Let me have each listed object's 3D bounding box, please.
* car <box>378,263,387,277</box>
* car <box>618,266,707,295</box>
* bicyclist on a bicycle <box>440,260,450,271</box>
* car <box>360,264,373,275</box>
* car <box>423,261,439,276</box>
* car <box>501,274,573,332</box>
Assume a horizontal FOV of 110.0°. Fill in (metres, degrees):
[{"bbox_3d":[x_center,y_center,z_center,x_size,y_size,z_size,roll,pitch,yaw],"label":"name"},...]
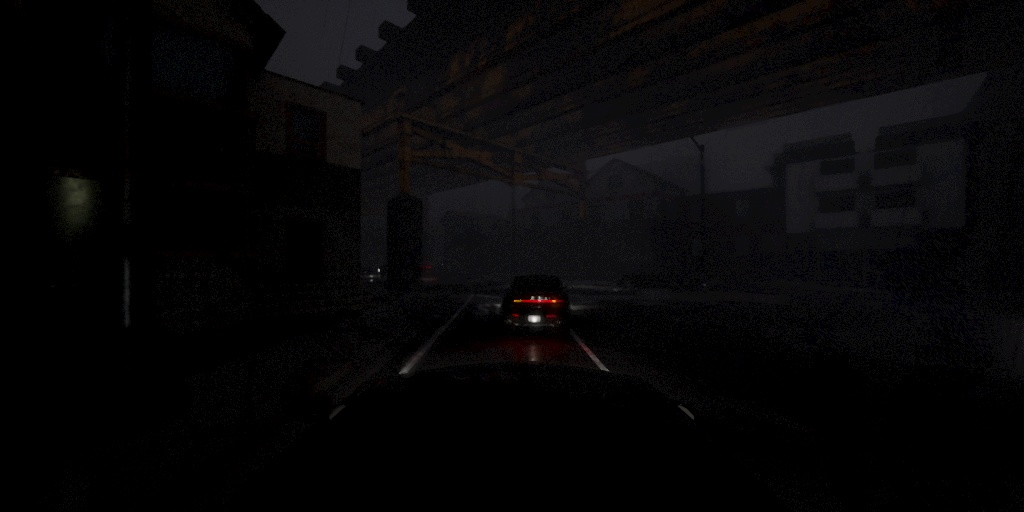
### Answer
[{"bbox_3d":[-11.669,1.433,35.928,4.892,1.490,1.837,0,0,45],"label":"car"},{"bbox_3d":[8.666,1.351,21.058,4.902,1.511,2.128,0,0,45],"label":"car"},{"bbox_3d":[-9.182,1.303,48.890,0.582,1.620,1.656,0,0,45],"label":"bicyclist on a bicycle"},{"bbox_3d":[-18.251,1.561,42.427,4.718,1.301,1.895,0,0,45],"label":"car"},{"bbox_3d":[-10.765,1.444,40.219,4.902,1.511,2.128,0,0,45],"label":"car"},{"bbox_3d":[0.810,1.305,11.118,1.837,1.490,4.892,0,-1,6],"label":"car"}]
